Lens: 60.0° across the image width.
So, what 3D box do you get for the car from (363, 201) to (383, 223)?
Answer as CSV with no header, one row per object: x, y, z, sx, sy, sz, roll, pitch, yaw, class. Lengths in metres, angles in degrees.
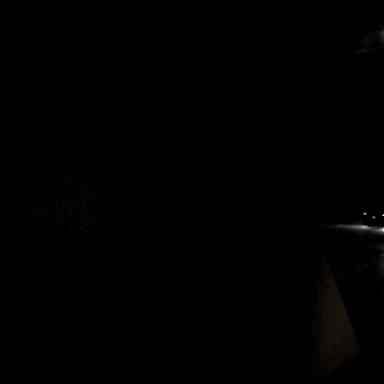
13.273,1.314,22.091,4.892,1.490,1.837,-1,0,-36,car
